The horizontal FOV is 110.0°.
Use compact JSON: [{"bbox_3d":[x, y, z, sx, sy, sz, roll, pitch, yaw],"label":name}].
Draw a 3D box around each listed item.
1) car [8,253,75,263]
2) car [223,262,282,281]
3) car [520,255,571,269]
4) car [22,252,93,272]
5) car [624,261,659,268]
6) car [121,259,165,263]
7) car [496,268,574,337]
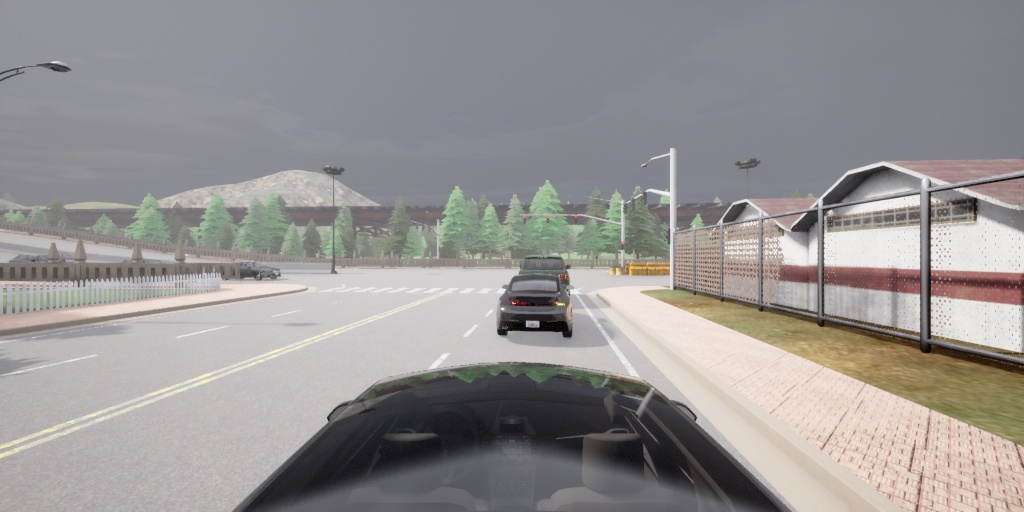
[{"bbox_3d":[-40.861,0.659,31.314,4.553,1.767,2.097,4,0,4],"label":"car"},{"bbox_3d":[-21.909,1.239,29.926,4.902,1.511,2.128,0,0,5],"label":"car"},{"bbox_3d":[1.484,0.971,16.323,2.150,2.045,5.566,0,0,7],"label":"car"},{"bbox_3d":[-44.470,0.545,35.106,4.892,1.490,1.837,5,0,5],"label":"car"},{"bbox_3d":[15.830,1.351,41.507,4.718,1.301,1.895,0,0,4],"label":"car"},{"bbox_3d":[-31.000,1.051,30.592,4.553,1.767,2.097,1,0,4],"label":"car"},{"bbox_3d":[0.717,1.255,10.313,1.837,1.490,4.892,0,0,6],"label":"car"}]
